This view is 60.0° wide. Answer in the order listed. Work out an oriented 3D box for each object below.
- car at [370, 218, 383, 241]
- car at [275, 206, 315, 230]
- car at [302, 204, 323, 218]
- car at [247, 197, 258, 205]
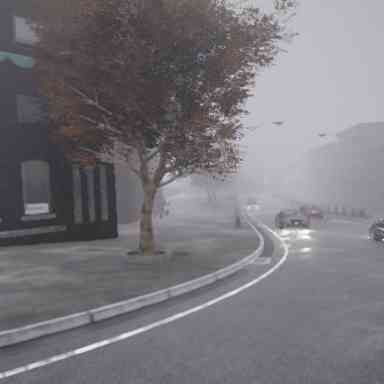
[{"bbox_3d":[9.422,1.624,14.661,1.994,1.385,4.181,-2,-1,12],"label":"car"},{"bbox_3d":[7.243,1.943,24.355,1.994,1.385,4.181,-3,-1,7],"label":"car"},{"bbox_3d":[12.114,1.972,34.533,1.994,1.385,4.181,-3,-1,7],"label":"car"},{"bbox_3d":[11.940,1.691,65.223,1.837,1.490,4.892,-2,2,7],"label":"car"}]
